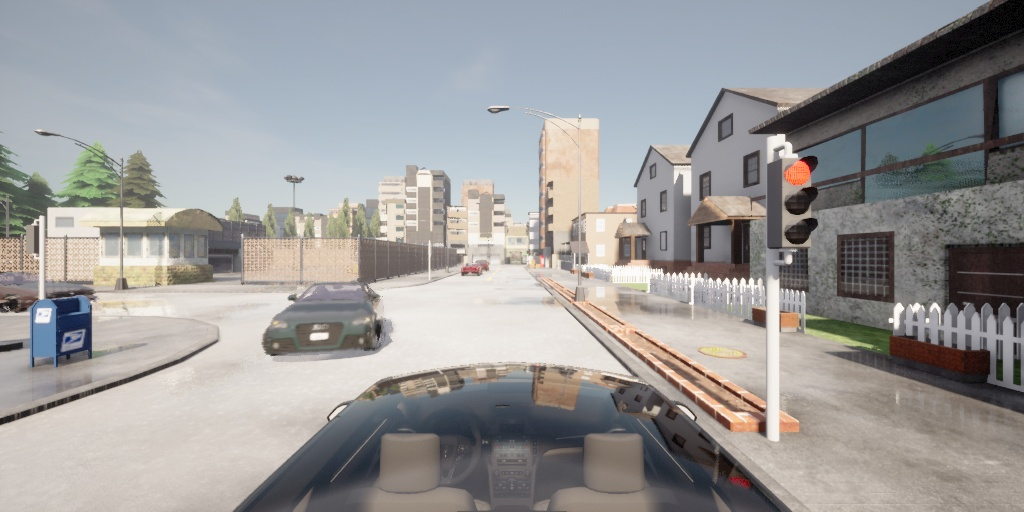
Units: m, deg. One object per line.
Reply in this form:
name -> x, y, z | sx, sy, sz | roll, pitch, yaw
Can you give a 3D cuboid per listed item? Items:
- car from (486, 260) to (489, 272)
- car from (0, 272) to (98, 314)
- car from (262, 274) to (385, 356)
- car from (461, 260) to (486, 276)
car -> -4.093, 1.228, 47.726 | 1.882, 1.535, 5.008 | 0, 0, 0
car -> -18.882, 1.297, 13.246 | 5.357, 1.411, 2.033 | 0, 0, 0
car -> -4.160, 1.314, 8.598 | 1.994, 1.385, 4.181 | 1, 0, -17
car -> -4.106, 1.351, 37.220 | 1.895, 1.301, 4.718 | 0, 0, 0
